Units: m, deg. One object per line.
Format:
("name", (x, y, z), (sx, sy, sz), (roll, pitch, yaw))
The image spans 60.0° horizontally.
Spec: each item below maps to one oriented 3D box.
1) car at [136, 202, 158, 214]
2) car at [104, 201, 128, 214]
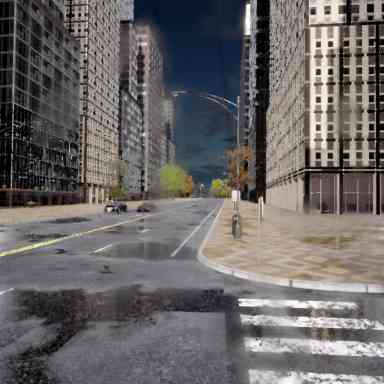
("car", (-5.744, 2.018, 43.289), (2.033, 1.411, 5.357), (0, -1, 6))
("car", (-9.279, 1.904, 40.852), (2.128, 1.511, 4.902), (0, -1, 6))
